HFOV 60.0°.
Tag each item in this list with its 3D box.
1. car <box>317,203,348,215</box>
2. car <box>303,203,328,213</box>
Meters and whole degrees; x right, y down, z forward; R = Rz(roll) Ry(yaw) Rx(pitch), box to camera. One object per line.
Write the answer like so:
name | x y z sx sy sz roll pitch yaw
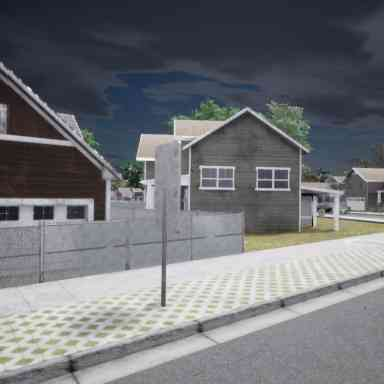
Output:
car | 18.335 2.200 43.237 2.128 1.511 4.902 1 -2 -6
car | 20.029 2.576 54.243 1.812 1.442 4.674 1 -2 -7
